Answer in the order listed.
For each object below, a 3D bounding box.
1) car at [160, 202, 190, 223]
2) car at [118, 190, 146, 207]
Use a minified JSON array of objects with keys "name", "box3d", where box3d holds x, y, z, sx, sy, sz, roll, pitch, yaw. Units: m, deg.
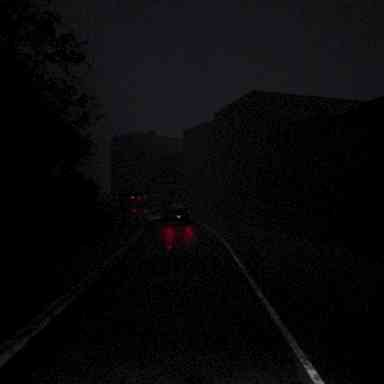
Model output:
[{"name":"car","box3d":[-1.310,1.453,24.828,1.812,1.442,4.674,0,1,-10]},{"name":"car","box3d":[-7.589,0.743,41.977,2.150,2.045,5.566,0,2,-29]}]
